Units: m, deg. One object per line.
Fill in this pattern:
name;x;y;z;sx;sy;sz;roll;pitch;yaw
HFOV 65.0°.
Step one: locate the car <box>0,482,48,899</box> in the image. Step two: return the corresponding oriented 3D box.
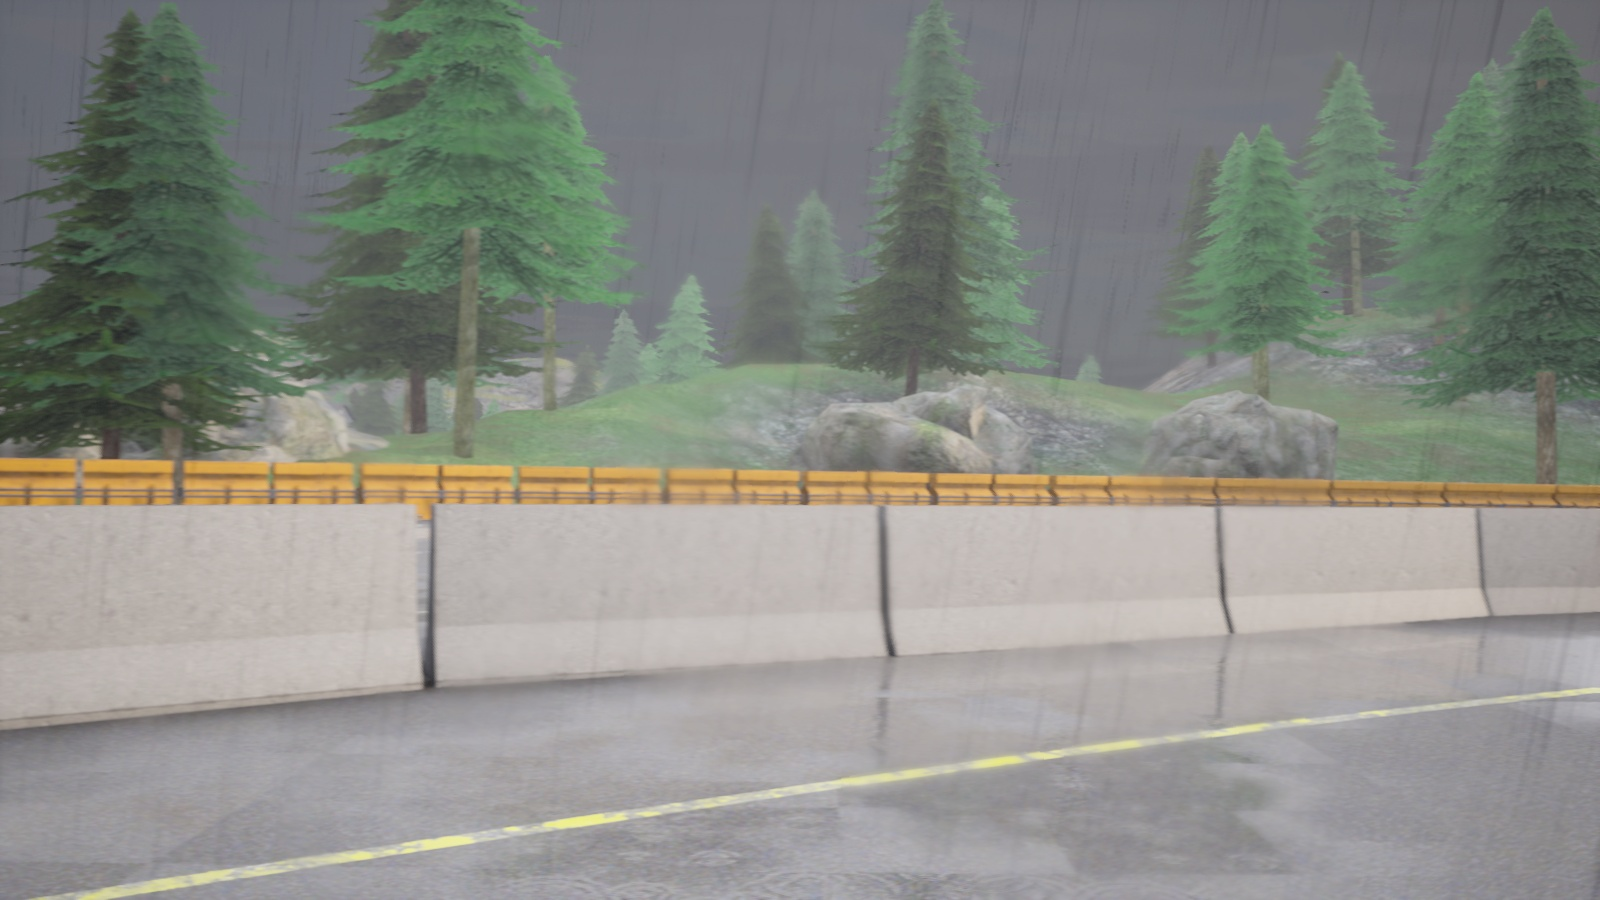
car;-3.562;0.745;1.208;4.674;1.442;1.812;1;-1;-37
